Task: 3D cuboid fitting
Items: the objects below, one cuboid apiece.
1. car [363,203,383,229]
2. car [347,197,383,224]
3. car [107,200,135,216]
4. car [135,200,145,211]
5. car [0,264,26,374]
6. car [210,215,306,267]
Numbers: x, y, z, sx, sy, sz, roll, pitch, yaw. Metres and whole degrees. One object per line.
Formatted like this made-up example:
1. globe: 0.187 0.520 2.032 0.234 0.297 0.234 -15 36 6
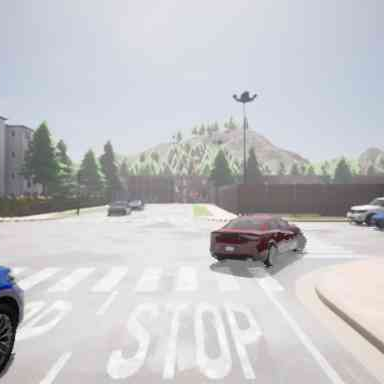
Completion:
1. car: 13.897 1.628 20.868 5.008 1.535 1.882 0 0 0
2. car: 14.420 1.397 24.367 5.566 2.045 2.150 0 0 0
3. car: -7.730 1.749 35.797 1.837 1.490 4.892 0 0 0
4. car: -7.729 1.869 46.446 2.033 1.411 5.357 0 0 0
5. car: -3.421 1.240 2.322 2.150 2.045 5.566 0 0 0
6. car: 2.525 1.565 12.015 1.882 1.535 5.008 -2 -2 34
